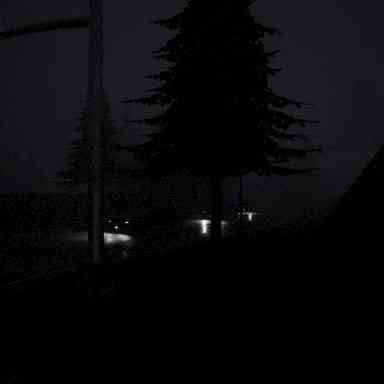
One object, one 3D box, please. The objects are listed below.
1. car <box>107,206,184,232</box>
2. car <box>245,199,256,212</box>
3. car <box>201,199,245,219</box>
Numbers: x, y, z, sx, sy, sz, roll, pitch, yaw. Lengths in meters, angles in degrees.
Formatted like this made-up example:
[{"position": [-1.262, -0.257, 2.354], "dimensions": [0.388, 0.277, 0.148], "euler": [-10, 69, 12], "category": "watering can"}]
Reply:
[{"position": [-2.629, 1.547, 20.380], "dimensions": [2.033, 1.411, 5.357], "euler": [0, 0, 35], "category": "car"}, {"position": [6.459, 1.547, 38.985], "dimensions": [2.033, 1.411, 5.357], "euler": [0, 0, 16], "category": "car"}, {"position": [2.691, 1.547, 29.248], "dimensions": [2.033, 1.411, 5.357], "euler": [0, 0, 26], "category": "car"}]
